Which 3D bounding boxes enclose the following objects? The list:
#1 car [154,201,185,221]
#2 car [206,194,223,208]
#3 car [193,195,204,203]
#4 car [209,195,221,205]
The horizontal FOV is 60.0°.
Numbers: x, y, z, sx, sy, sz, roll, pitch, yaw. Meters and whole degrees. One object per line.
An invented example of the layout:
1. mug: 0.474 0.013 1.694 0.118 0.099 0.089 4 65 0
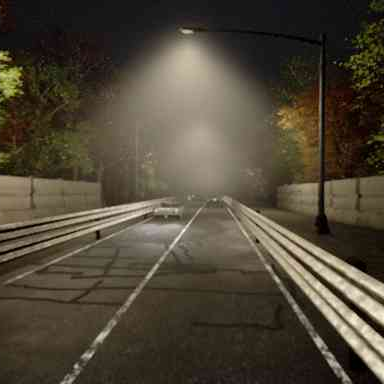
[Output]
1. car: -1.657 1.401 25.483 1.895 1.301 4.718 0 0 4
2. car: 3.008 1.100 44.074 2.097 1.767 4.553 0 0 4
3. car: 1.262 1.350 65.764 1.812 1.442 4.674 0 0 4
4. car: 3.703 1.272 53.977 1.837 1.490 4.892 0 0 4
